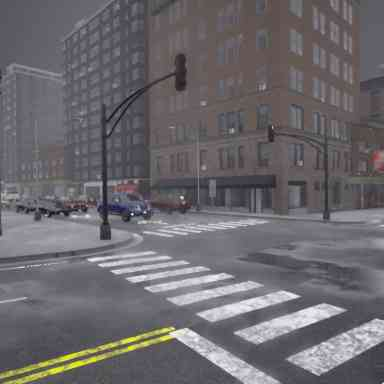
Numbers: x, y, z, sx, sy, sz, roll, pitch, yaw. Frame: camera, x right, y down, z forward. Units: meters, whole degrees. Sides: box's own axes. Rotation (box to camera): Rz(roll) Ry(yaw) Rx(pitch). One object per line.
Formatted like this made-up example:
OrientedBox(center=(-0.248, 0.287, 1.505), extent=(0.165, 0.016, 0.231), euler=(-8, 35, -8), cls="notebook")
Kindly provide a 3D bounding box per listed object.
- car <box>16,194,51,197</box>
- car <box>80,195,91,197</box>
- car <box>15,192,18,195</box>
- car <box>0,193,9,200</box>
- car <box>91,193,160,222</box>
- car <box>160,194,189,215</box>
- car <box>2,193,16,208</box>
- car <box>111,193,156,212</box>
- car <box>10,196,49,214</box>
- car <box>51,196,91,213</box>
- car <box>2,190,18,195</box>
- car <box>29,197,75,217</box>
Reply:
OrientedBox(center=(-19.354, 1.213, 40.403), extent=(1.837, 1.490, 4.892), euler=(-1, 1, -44), cls="car")
OrientedBox(center=(-13.904, 1.081, 43.059), extent=(1.967, 1.590, 4.097), euler=(0, 1, -44), cls="car")
OrientedBox(center=(-29.237, 1.041, 58.880), extent=(1.802, 1.307, 4.206), euler=(0, 1, -44), cls="car")
OrientedBox(center=(-40.735, 0.881, 70.744), extent=(1.947, 1.339, 4.313), euler=(0, 1, -44), cls="car")
OrientedBox(center=(-5.305, 1.088, 25.882), extent=(2.150, 2.045, 5.566), euler=(-1, 1, -44), cls="car")
OrientedBox(center=(-2.405, 1.086, 31.192), extent=(2.192, 1.841, 5.009), euler=(0, 1, -44), cls="car")
OrientedBox(center=(-23.734, 1.246, 40.952), extent=(1.752, 1.417, 4.829), euler=(0, 1, -44), cls="car")
OrientedBox(center=(-6.238, 1.043, 35.148), extent=(2.192, 1.841, 5.009), euler=(0, 1, -44), cls="car")
OrientedBox(center=(-16.188, 1.373, 33.167), extent=(1.947, 1.339, 4.313), euler=(0, 1, -44), cls="car")
OrientedBox(center=(-12.076, 1.393, 32.874), extent=(1.895, 1.301, 4.718), euler=(-1, 1, -44), cls="car")
OrientedBox(center=(-31.910, 0.708, 57.932), extent=(2.150, 2.045, 5.566), euler=(-1, 1, -44), cls="car")
OrientedBox(center=(-12.356, 1.416, 29.213), extent=(1.947, 1.339, 4.313), euler=(0, 1, -44), cls="car")
